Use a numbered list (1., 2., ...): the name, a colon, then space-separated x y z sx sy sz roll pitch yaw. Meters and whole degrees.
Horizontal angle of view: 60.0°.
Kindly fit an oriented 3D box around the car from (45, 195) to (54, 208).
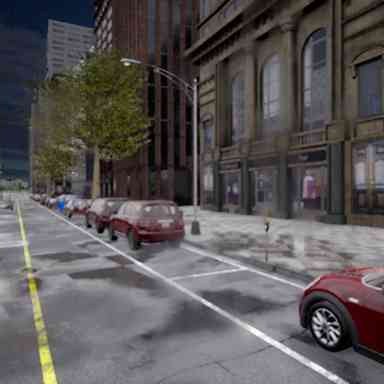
1. car: -17.908 1.446 43.804 1.802 1.307 4.206 0 0 -28

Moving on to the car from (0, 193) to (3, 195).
1. car: -38.660 1.206 64.719 2.192 1.841 5.009 0 0 -28

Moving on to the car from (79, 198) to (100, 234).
1. car: -4.689 1.240 18.895 2.192 1.841 5.009 0 0 -28

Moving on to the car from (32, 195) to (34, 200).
1. car: -33.850 1.379 73.843 1.752 1.417 4.829 0 0 -28

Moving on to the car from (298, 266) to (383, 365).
1. car: 3.243 1.412 3.951 1.967 1.590 4.097 0 0 -28

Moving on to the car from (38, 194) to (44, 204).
1. car: -23.196 1.173 53.765 2.192 1.841 5.009 0 0 -28

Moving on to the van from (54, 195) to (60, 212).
1. van: -12.620 1.226 33.840 1.690 1.788 3.998 0 0 -28

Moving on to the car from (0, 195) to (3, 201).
1. car: -46.589 1.461 79.663 1.947 1.339 4.313 0 0 -28

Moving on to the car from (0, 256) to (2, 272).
1. car: -5.080 1.524 6.927 2.033 1.411 5.357 0 0 -28

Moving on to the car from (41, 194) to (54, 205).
1. car: -20.551 1.426 48.784 1.947 1.339 4.313 0 0 -28

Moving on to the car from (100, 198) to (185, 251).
1. car: -2.046 1.253 13.914 2.192 1.841 5.009 0 0 -28

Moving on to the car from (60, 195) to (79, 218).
1. car: -9.976 1.338 28.859 1.967 1.590 4.097 0 0 -28

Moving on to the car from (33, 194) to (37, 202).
1. car: -31.125 1.420 68.710 1.947 1.339 4.313 0 0 -28

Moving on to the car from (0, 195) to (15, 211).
1. car: -21.409 1.384 37.907 2.128 1.511 4.902 0 0 -28
